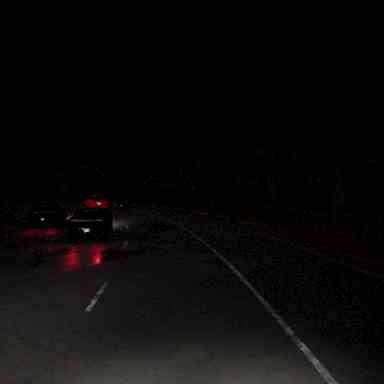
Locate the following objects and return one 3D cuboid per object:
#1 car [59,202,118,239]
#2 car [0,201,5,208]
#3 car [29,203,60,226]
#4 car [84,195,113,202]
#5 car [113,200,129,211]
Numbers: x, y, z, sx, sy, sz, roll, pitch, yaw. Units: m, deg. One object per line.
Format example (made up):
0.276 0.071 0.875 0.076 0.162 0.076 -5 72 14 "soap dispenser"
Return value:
-5.261 1.534 17.582 2.128 1.511 4.902 0 0 -10 "car"
-24.082 1.664 40.602 1.994 1.385 4.181 0 0 -27 "car"
-10.176 1.549 23.735 2.128 1.511 4.902 0 0 -14 "car"
-10.067 1.302 35.174 2.150 2.045 5.566 0 -1 -20 "car"
-9.571 1.666 42.993 1.994 1.385 4.181 0 0 -25 "car"
